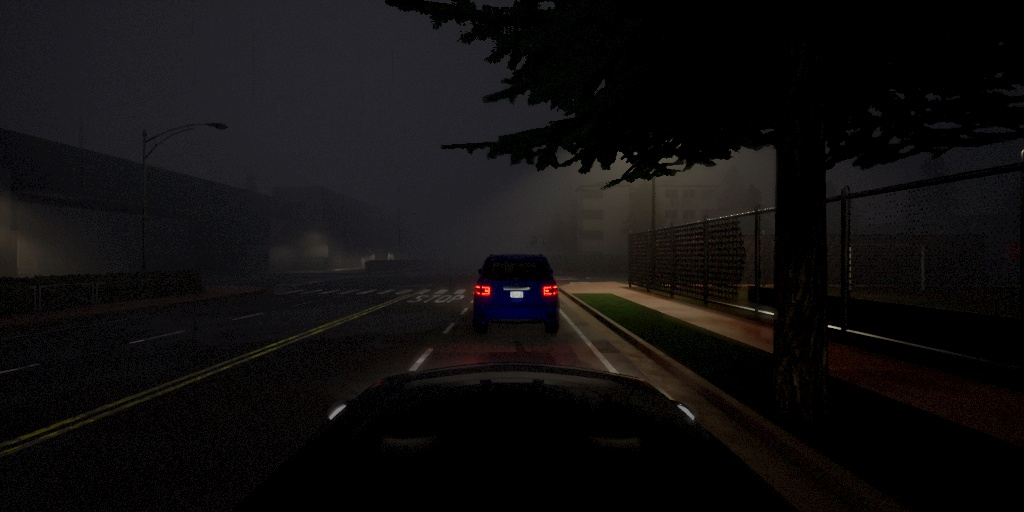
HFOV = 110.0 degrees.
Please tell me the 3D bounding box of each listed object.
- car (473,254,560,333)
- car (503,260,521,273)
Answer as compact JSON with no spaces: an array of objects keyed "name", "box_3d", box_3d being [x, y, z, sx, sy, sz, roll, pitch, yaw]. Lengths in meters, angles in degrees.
[{"name":"car","box_3d":[0.113,0.972,10.857,2.150,2.045,5.566,0,0,0]},{"name":"car","box_3d":[0.013,1.241,45.716,2.128,1.511,4.902,0,0,0]}]
